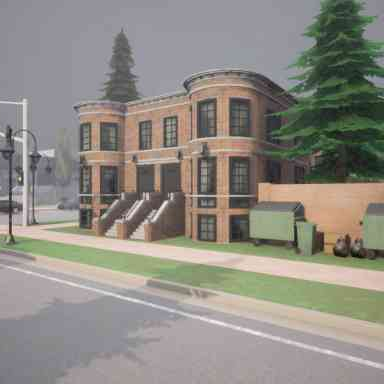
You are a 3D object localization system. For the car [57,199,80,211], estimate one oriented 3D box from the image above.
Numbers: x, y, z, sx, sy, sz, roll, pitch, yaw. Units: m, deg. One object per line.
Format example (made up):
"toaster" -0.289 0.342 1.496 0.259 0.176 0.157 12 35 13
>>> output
"car" -14.466 1.564 41.117 1.994 1.385 4.181 0 0 32

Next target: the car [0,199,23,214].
"car" -19.580 1.505 33.504 1.837 1.490 4.892 0 0 35
